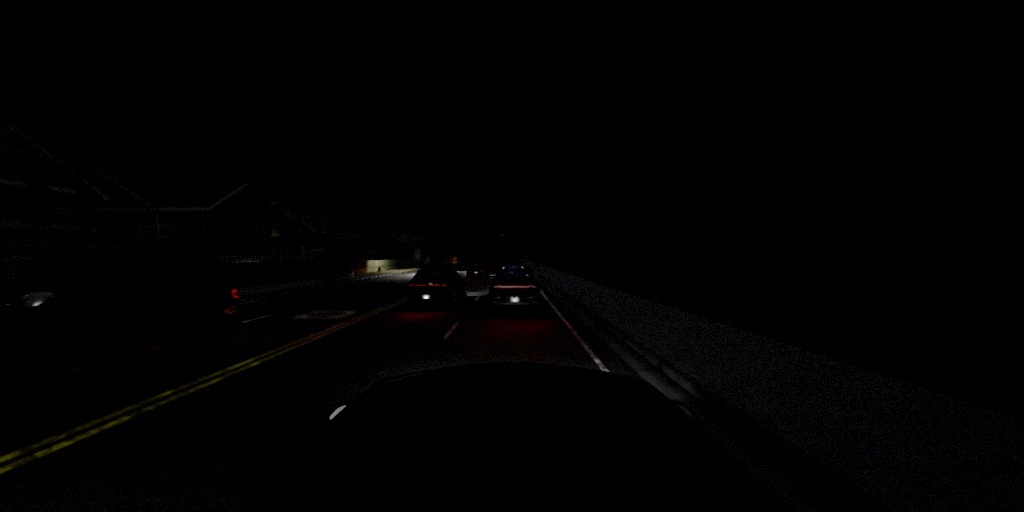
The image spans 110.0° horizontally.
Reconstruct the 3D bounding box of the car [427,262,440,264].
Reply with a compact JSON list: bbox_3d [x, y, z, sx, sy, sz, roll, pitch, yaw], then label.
[{"bbox_3d":[-9.858,1.330,44.005,1.895,1.301,4.718,0,0,0],"label":"car"}]

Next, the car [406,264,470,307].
[{"bbox_3d":[-3.153,1.250,15.582,1.837,1.490,4.892,0,0,0],"label":"car"}]

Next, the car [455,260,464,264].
[{"bbox_3d":[-6.592,1.233,48.902,1.837,1.490,4.892,0,0,0],"label":"car"}]

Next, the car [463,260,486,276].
[{"bbox_3d":[-3.160,1.261,33.708,1.812,1.442,4.674,0,0,0],"label":"car"}]

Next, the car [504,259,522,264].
[{"bbox_3d":[0.089,1.088,32.290,2.097,1.767,4.553,0,0,0],"label":"car"}]

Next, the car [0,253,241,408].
[{"bbox_3d":[-6.600,0.970,4.985,2.150,2.045,5.566,0,0,0],"label":"car"}]

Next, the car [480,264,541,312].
[{"bbox_3d":[0.097,1.238,14.282,2.128,1.511,4.902,0,0,0],"label":"car"}]
